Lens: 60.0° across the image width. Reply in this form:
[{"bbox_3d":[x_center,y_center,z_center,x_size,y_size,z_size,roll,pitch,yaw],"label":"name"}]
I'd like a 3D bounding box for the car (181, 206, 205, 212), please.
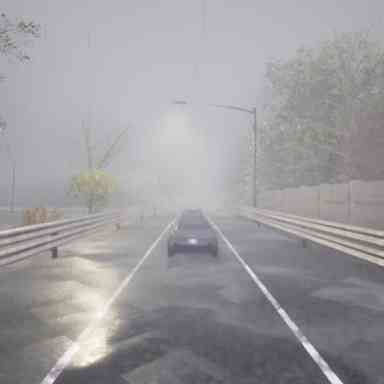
[{"bbox_3d":[0.041,1.915,28.852,2.128,1.511,4.902,0,-1,1],"label":"car"}]

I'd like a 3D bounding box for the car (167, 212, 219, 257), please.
[{"bbox_3d":[0.042,1.766,13.971,1.994,1.385,4.181,0,-1,0],"label":"car"}]
